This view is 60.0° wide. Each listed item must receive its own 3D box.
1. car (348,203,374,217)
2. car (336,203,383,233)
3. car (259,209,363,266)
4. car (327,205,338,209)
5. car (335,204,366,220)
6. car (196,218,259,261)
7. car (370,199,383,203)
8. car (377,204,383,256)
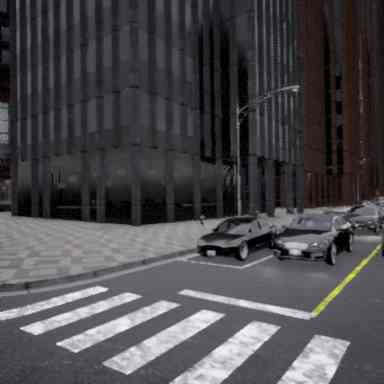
[{"bbox_3d":[17.871,1.817,35.156,1.802,1.307,4.206,-1,-1,36],"label":"car"},{"bbox_3d":[10.602,1.623,20.518,1.837,1.490,4.892,-1,-1,36],"label":"car"},{"bbox_3d":[4.549,1.572,12.120,2.128,1.511,4.902,-1,-1,35],"label":"car"},{"bbox_3d":[11.488,1.745,26.303,2.008,1.369,4.403,-1,-1,36],"label":"car"},{"bbox_3d":[14.680,1.796,30.729,1.802,1.307,4.206,-1,-1,36],"label":"car"},{"bbox_3d":[1.916,1.700,13.023,1.947,1.339,4.313,-1,-1,36],"label":"car"},{"bbox_3d":[16.695,1.648,28.949,2.128,1.511,4.902,-2,-1,36],"label":"car"},{"bbox_3d":[8.465,1.376,12.261,2.097,1.767,4.553,-2,-1,37],"label":"car"}]
